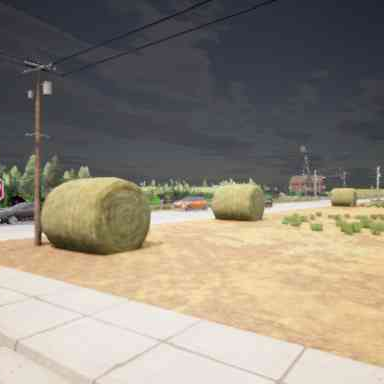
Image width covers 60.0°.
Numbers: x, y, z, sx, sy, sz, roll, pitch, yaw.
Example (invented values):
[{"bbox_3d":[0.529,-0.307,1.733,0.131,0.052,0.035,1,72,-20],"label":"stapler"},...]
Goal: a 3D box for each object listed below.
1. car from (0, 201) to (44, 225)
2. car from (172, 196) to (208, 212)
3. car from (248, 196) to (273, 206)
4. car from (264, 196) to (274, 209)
[{"bbox_3d":[-11.393,1.432,23.282,1.837,1.490,4.892,0,1,38],"label":"car"},{"bbox_3d":[-0.228,1.284,37.412,2.097,1.767,4.553,0,0,38],"label":"car"},{"bbox_3d":[10.554,1.352,50.914,1.837,1.490,4.892,0,0,38],"label":"car"},{"bbox_3d":[8.962,1.444,43.088,1.837,1.490,4.892,0,0,38],"label":"car"}]
